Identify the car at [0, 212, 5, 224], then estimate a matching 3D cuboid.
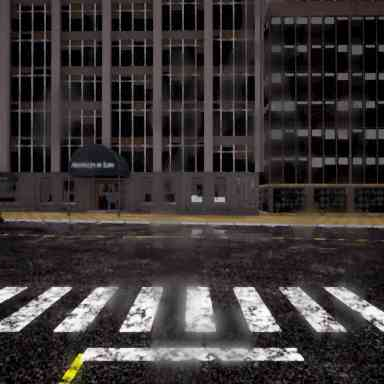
[{"bbox_3d":[-13.513,1.371,18.645,5.357,1.411,2.033,1,-1,1],"label":"car"}]
